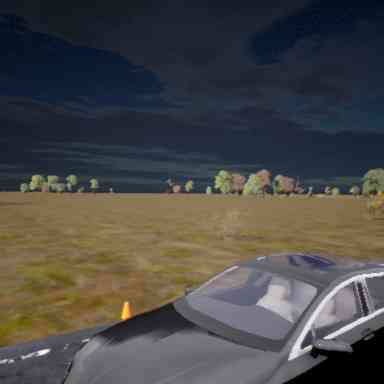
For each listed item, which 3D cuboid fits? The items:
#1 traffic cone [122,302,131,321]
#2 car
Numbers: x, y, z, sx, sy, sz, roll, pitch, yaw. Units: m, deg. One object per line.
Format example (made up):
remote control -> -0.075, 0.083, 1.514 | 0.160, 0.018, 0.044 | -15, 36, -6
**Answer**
traffic cone -> -1.004, 1.990, 5.120 | 0.340, 0.580, 0.340 | 1, -1, -36
car -> 1.101, 1.535, 3.734 | 4.902, 1.511, 2.128 | 1, -1, -36
